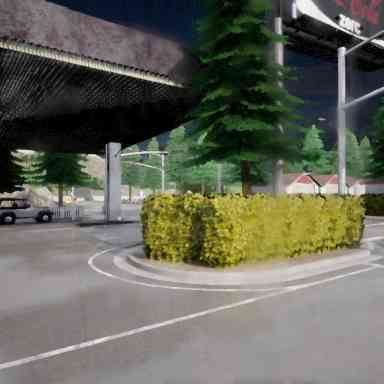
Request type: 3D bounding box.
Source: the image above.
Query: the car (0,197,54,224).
[{"bbox_3d":[-11.935,1.313,23.504,3.866,1.878,1.905,0,0,-36],"label":"car"}]
